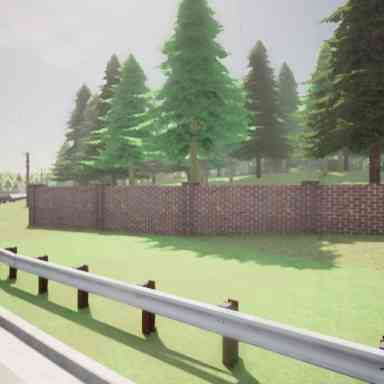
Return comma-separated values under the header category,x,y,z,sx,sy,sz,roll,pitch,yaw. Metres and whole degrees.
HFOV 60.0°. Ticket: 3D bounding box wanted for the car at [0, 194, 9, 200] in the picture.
category,x,y,z,sx,sy,sz,roll,pitch,yaw
car,-44.144,1.388,76.328,2.033,1.411,5.357,0,0,-22
